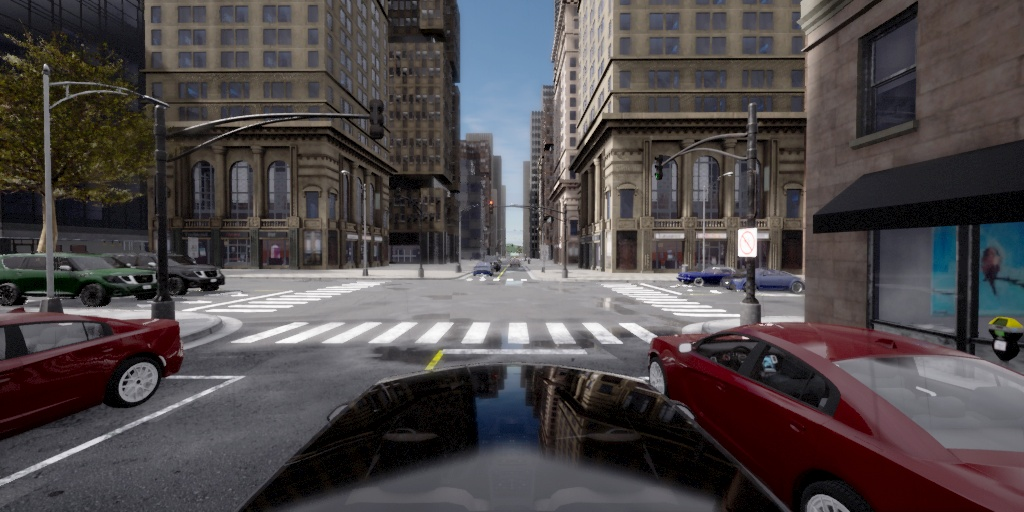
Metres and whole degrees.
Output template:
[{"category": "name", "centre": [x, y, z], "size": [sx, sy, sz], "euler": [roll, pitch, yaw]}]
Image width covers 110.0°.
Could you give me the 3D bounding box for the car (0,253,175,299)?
[{"category": "car", "centre": [-17.658, 0.908, 14.654], "size": [5.566, 2.045, 2.150], "euler": [0, 1, 1]}]

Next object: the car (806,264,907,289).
[{"category": "car", "centre": [23.169, 1.359, 24.249], "size": [5.008, 1.535, 1.882], "euler": [0, 1, 0]}]

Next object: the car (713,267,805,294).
[{"category": "car", "centre": [14.634, 1.419, 21.076], "size": [4.181, 1.385, 1.994], "euler": [0, 1, 0]}]

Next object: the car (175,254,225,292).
[{"category": "car", "centre": [-17.649, 0.861, 17.903], "size": [5.566, 2.045, 2.150], "euler": [0, 1, 0]}]

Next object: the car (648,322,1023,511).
[{"category": "car", "centre": [2.770, 1.294, 3.371], "size": [1.888, 1.381, 4.507], "euler": [0, 0, 0]}]

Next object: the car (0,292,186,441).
[{"category": "car", "centre": [-5.755, 1.294, 3.438], "size": [1.888, 1.381, 4.507], "euler": [0, 0, 0]}]

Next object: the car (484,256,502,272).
[{"category": "car", "centre": [-2.714, 0.961, 46.406], "size": [2.150, 2.045, 5.566], "euler": [0, 0, 1]}]

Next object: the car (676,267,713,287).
[{"category": "car", "centre": [13.810, 1.402, 24.334], "size": [4.718, 1.301, 1.895], "euler": [0, 1, 1]}]

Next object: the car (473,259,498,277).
[{"category": "car", "centre": [-2.809, 1.289, 36.220], "size": [2.033, 1.411, 5.357], "euler": [0, 0, 0]}]

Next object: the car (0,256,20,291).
[{"category": "car", "centre": [-28.386, 0.902, 18.000], "size": [4.553, 1.767, 2.097], "euler": [0, 1, 1]}]

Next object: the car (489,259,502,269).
[{"category": "car", "centre": [-2.603, 1.243, 56.860], "size": [1.837, 1.490, 4.892], "euler": [0, 0, 1]}]
